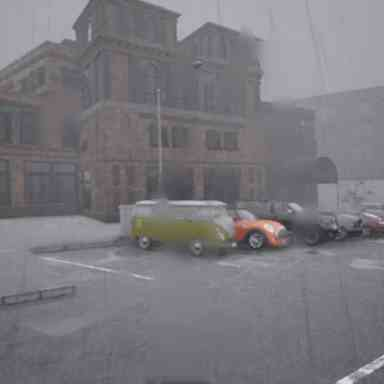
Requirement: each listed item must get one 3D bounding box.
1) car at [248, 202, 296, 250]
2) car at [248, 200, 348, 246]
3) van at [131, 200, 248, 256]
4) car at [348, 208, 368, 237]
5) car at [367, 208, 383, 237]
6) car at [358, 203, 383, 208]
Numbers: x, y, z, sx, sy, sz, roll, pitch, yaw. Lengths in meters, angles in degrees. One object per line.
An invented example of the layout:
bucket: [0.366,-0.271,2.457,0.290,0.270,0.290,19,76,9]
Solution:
car: [2.004,1.488,15.060,4.553,1.767,2.185,0,-2,34]
car: [4.488,1.431,16.784,5.566,2.045,2.435,0,-2,34]
van: [-0.301,1.328,13.230,4.442,1.987,1.878,0,-1,34]
car: [6.859,1.786,18.548,4.792,1.488,2.163,0,-2,34]
car: [9.314,1.877,20.279,4.674,1.452,2.002,0,-2,34]
car: [11.763,1.799,22.018,4.553,1.767,2.185,0,-2,34]
